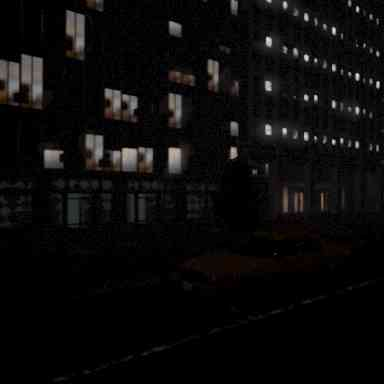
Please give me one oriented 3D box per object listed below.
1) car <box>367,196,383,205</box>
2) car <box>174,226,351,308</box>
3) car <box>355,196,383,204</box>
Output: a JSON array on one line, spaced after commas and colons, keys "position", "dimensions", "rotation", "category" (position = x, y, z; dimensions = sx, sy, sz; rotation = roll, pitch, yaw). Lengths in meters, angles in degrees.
[{"position": [28.437, 1.331, 51.084], "dimensions": [2.008, 1.369, 4.403], "rotation": [1, 0, -35], "category": "car"}, {"position": [1.870, 1.515, 7.891], "dimensions": [4.829, 1.417, 1.752], "rotation": [0, 0, -36], "category": "car"}, {"position": [32.187, 1.369, 60.401], "dimensions": [1.802, 1.307, 4.206], "rotation": [1, 0, -35], "category": "car"}]
